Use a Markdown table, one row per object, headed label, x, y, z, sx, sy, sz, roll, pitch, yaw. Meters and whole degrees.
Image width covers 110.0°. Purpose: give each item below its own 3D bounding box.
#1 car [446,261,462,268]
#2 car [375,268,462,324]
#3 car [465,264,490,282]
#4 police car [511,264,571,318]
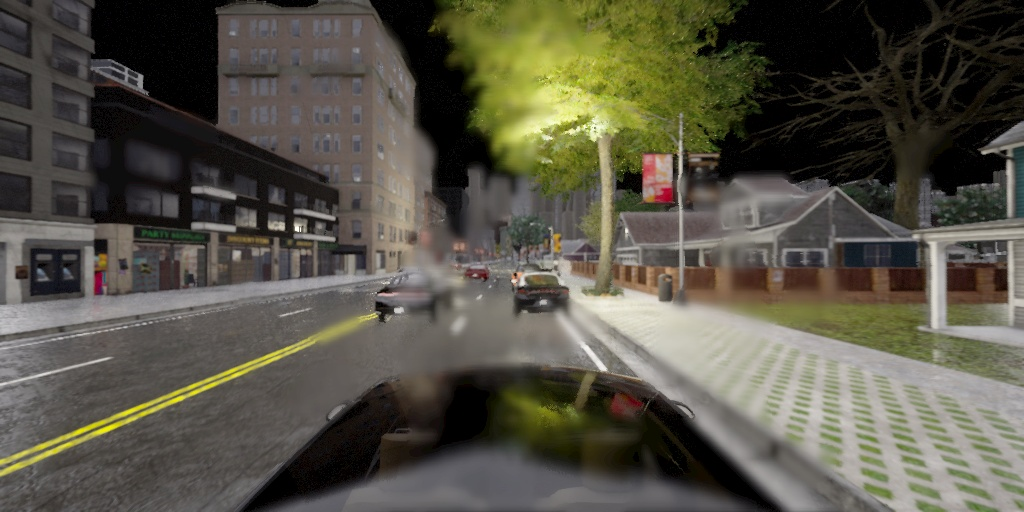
| label | x | y | z | sx | sy | sz | roll | pitch | yaw |
| --- | --- | --- | --- | --- | --- | --- | --- | --- | --- |
| car | -9.603 | 1.558 | 59.666 | 2.097 | 1.767 | 4.553 | 0 | 0 | 0 |
| car | -3.115 | 1.331 | 12.447 | 2.128 | 1.511 | 4.902 | 0 | 0 | 0 |
| car | -3.062 | 1.469 | 32.593 | 1.882 | 1.535 | 5.008 | 0 | 0 | 0 |
| police car | 1.013 | 1.267 | 13.695 | 1.930 | 1.638 | 5.238 | 0 | 0 | 0 |
